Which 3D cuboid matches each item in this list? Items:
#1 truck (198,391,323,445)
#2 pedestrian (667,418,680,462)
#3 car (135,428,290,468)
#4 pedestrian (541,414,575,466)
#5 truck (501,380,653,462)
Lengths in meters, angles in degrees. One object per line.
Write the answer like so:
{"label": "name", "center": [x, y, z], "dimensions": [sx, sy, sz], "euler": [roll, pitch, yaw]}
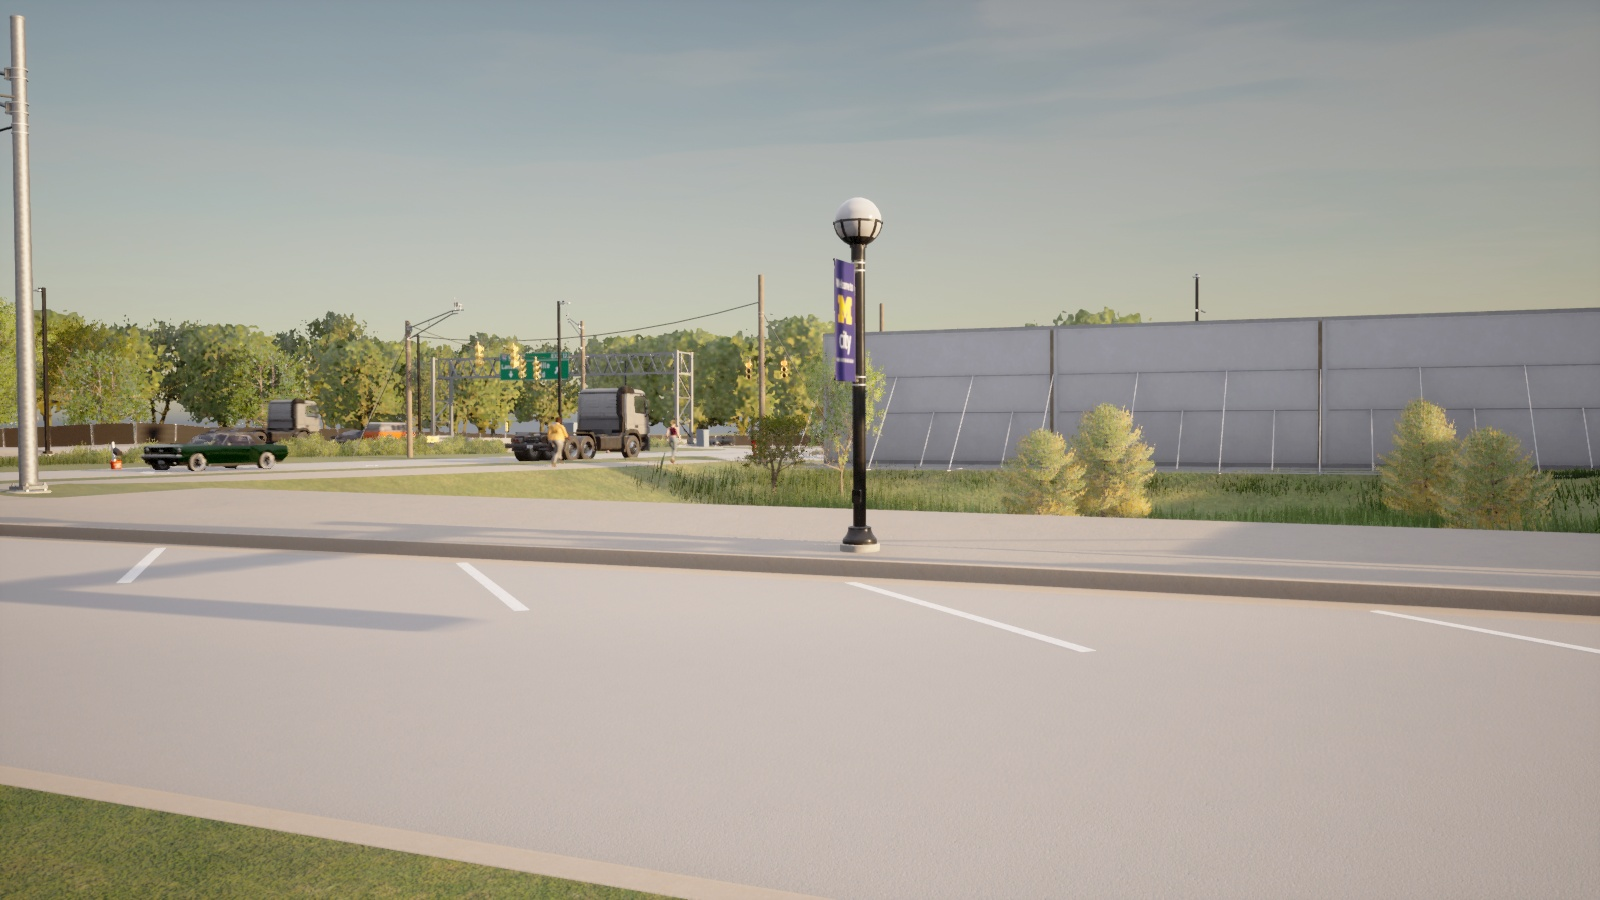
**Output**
{"label": "truck", "center": [-36.197, -2.068, 84.635], "dimensions": [2.891, 3.462, 7.936], "euler": [1, 0, 23]}
{"label": "pedestrian", "center": [-5.357, -0.430, 53.196], "dimensions": [0.345, 1.836, 0.594], "euler": [1, 2, 22]}
{"label": "car", "center": [-19.938, -0.090, 42.864], "dimensions": [1.895, 1.301, 4.718], "euler": [1, 1, 23]}
{"label": "pedestrian", "center": [-8.763, -0.384, 45.456], "dimensions": [0.874, 1.855, 0.900], "euler": [1, 2, 21]}
{"label": "truck", "center": [-9.985, -1.306, 57.263], "dimensions": [2.891, 3.462, 7.936], "euler": [1, 1, 24]}
